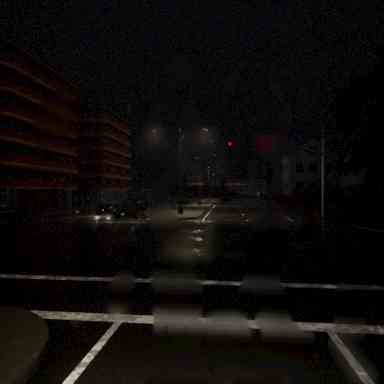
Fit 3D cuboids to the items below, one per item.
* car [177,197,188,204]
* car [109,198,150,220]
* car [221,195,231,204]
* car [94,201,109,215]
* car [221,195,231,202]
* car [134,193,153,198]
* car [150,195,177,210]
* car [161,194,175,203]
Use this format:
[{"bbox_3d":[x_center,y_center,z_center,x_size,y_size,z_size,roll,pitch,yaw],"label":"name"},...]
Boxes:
[{"bbox_3d":[-1.846,1.547,61.825,2.033,1.411,5.357,0,0,6],"label":"car"},{"bbox_3d":[-5.234,1.505,28.456,1.837,1.490,4.892,0,0,5],"label":"car"},{"bbox_3d":[6.743,1.505,65.602,1.837,1.490,4.892,0,0,6],"label":"car"},{"bbox_3d":[-8.294,1.564,33.725,1.994,1.385,4.181,0,0,6],"label":"car"},{"bbox_3d":[7.679,1.523,75.645,2.128,1.511,4.902,0,0,6],"label":"car"},{"bbox_3d":[-6.898,1.214,47.304,2.150,2.045,5.566,0,1,6],"label":"car"},{"bbox_3d":[-3.696,1.547,44.244,2.033,1.411,5.357,0,0,5],"label":"car"},{"bbox_3d":[-4.763,1.351,67.325,2.097,1.767,4.553,0,0,6],"label":"car"}]
